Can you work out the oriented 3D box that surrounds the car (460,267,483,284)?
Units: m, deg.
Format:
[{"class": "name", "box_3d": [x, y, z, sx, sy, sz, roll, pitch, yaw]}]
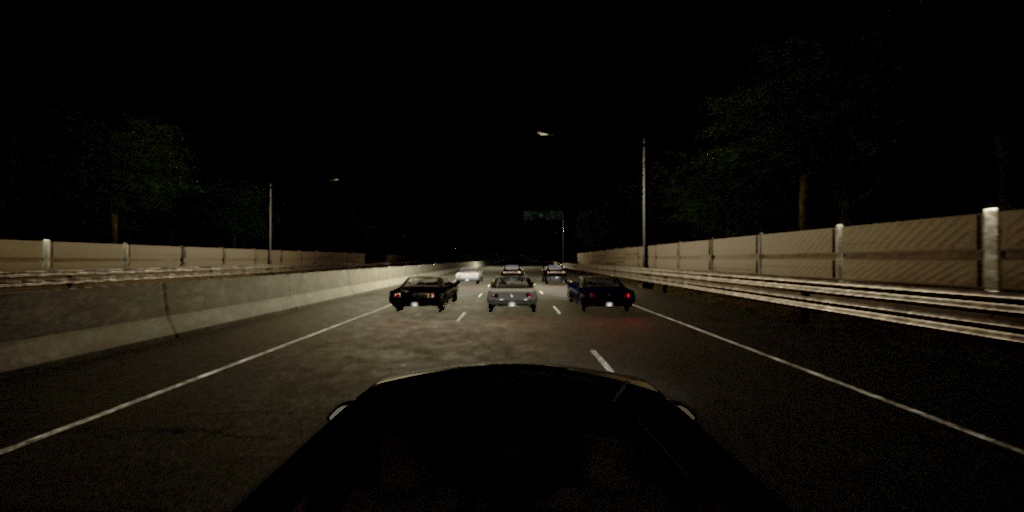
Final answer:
[{"class": "car", "box_3d": [-3.480, 1.603, 30.106, 1.895, 1.301, 4.718, 0, 0, 0]}]

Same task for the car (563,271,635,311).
[{"class": "car", "box_3d": [3.518, 1.472, 15.102, 1.895, 1.301, 4.718, 0, 0, 0]}]

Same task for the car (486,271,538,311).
[{"class": "car", "box_3d": [0.018, 1.473, 15.104, 1.895, 1.301, 4.718, 0, 0, 0]}]

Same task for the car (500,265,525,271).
[{"class": "car", "box_3d": [0.023, 1.497, 30.366, 2.128, 1.511, 4.902, 0, 0, 0]}]

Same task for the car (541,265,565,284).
[{"class": "car", "box_3d": [3.523, 1.496, 30.374, 2.128, 1.511, 4.902, 0, 0, 0]}]

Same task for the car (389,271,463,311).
[{"class": "car", "box_3d": [-3.482, 1.473, 15.109, 1.895, 1.301, 4.718, 0, 0, 0]}]
